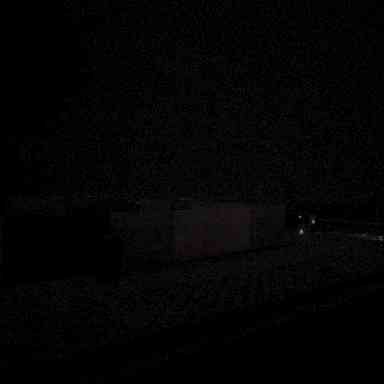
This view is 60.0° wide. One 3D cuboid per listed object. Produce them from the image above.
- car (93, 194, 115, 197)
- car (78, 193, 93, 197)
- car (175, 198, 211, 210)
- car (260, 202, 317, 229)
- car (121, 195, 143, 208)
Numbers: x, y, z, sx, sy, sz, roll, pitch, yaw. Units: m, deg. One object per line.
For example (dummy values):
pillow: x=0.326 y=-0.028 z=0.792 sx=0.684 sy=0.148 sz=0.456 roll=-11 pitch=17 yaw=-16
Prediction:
car: x=-13.352 y=0.998 z=52.171 sx=1.812 sy=1.442 sz=4.674 roll=1 pitch=0 yaw=-36
car: x=-19.097 y=0.886 z=60.116 sx=2.033 sy=1.411 sz=5.357 roll=1 pitch=0 yaw=-36
car: x=-0.339 y=1.263 z=29.142 sx=1.882 sy=1.535 sz=5.008 roll=1 pitch=0 yaw=-36
car: x=5.524 y=1.407 z=21.033 sx=2.128 sy=1.511 sz=4.902 roll=1 pitch=0 yaw=-36
car: x=-6.358 y=1.127 z=37.493 sx=1.882 sy=1.535 sz=5.008 roll=1 pitch=0 yaw=-36
